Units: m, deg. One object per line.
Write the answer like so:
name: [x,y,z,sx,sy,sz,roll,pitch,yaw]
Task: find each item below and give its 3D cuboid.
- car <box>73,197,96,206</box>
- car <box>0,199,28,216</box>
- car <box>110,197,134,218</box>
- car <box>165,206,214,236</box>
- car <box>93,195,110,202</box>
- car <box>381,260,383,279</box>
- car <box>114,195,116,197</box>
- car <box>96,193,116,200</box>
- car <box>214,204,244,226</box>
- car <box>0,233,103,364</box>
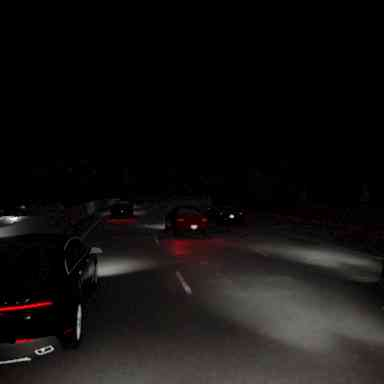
car: [-16.384,1.526,49.970,1.837,1.490,4.892,0,0,-3]
car: [-17.562,1.519,32.467,1.837,1.490,4.892,0,0,-10]
car: [-6.332,1.487,30.352,1.882,1.535,5.008,0,0,-11]
car: [-0.366,1.529,18.490,1.812,1.442,4.674,0,0,-11]
car: [-21.180,1.487,78.036,1.994,1.385,4.181,0,0,11]
car: [5.705,1.489,5.944,2.128,1.511,4.902,0,0,-11]
car: [-8.609,1.501,43.528,2.128,1.511,4.902,0,0,-7]
car: [-18.496,1.248,73.518,2.150,2.045,5.566,0,0,8]
car: [2.185,1.568,23.589,1.994,1.385,4.181,0,0,-11]
car: [-2.800,1.507,6.028,1.837,1.490,4.892,0,0,-11]
